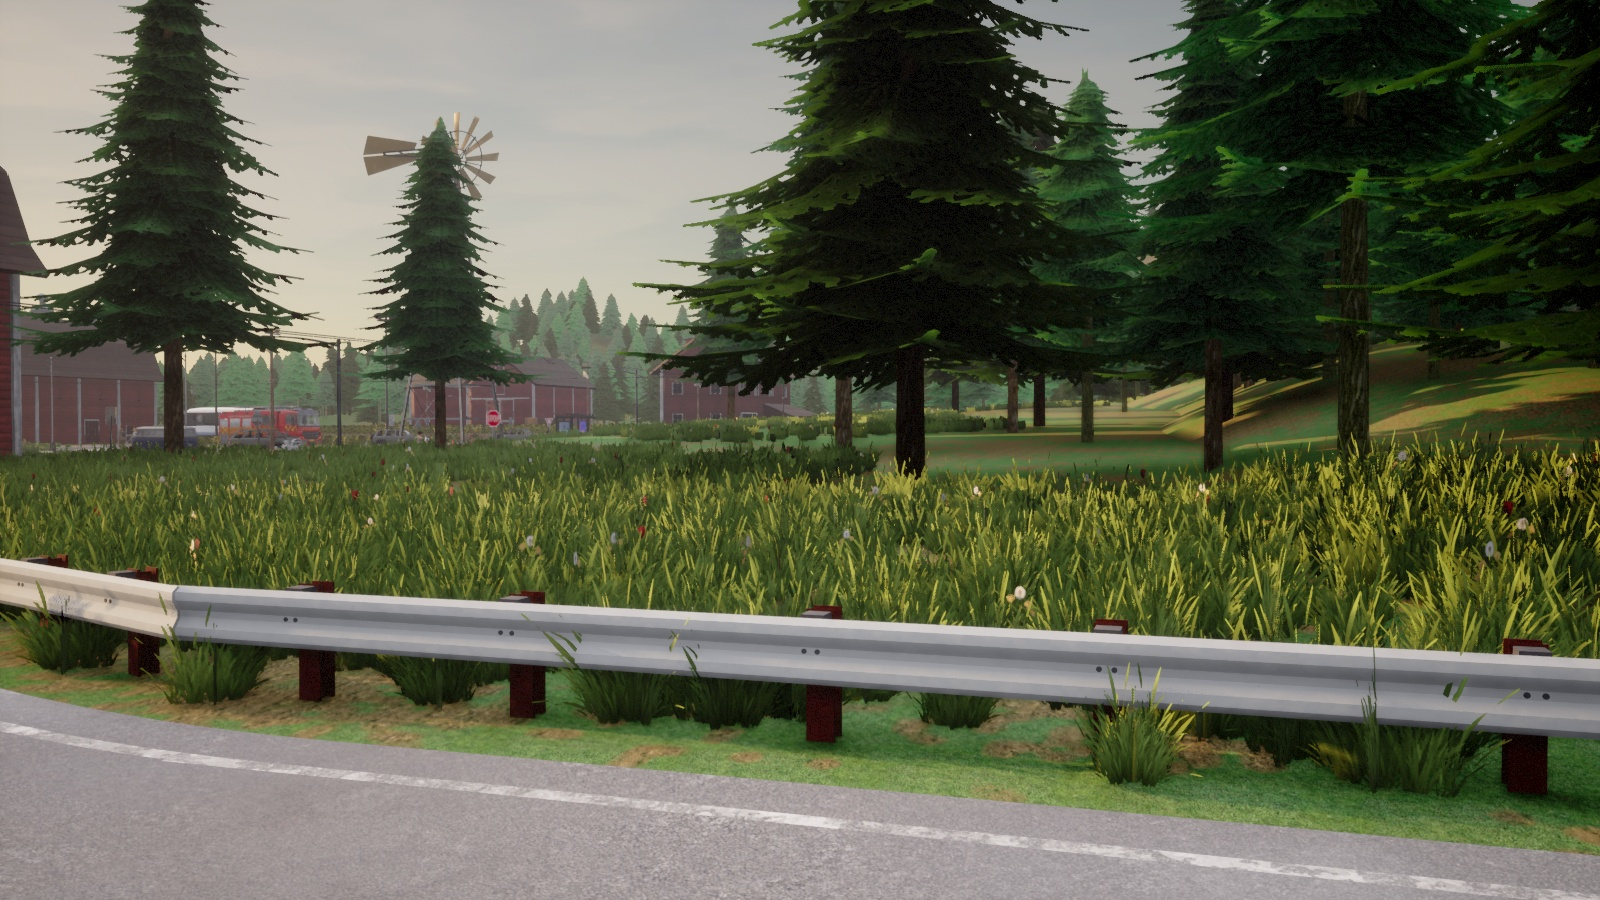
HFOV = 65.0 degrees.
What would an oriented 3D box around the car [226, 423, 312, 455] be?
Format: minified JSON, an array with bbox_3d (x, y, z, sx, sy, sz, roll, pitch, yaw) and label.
[{"bbox_3d":[-31.992,-0.661,75.649,4.605,1.855,1.932,1,1,18],"label":"car"}]

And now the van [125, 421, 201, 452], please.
[{"bbox_3d":[-41.809,-0.870,82.417,4.442,1.987,1.775,1,1,18],"label":"van"}]
